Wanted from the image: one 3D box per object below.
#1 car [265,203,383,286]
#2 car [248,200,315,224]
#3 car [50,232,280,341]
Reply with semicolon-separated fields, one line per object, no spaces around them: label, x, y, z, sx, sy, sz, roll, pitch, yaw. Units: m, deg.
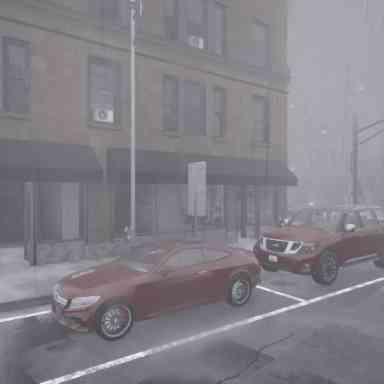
car;4.038;1.315;9.639;5.009;1.841;2.192;0;0;-35
car;6.844;1.487;25.904;1.882;1.535;5.008;0;0;-35
car;-0.461;1.582;6.435;4.206;1.307;1.802;0;0;-35
